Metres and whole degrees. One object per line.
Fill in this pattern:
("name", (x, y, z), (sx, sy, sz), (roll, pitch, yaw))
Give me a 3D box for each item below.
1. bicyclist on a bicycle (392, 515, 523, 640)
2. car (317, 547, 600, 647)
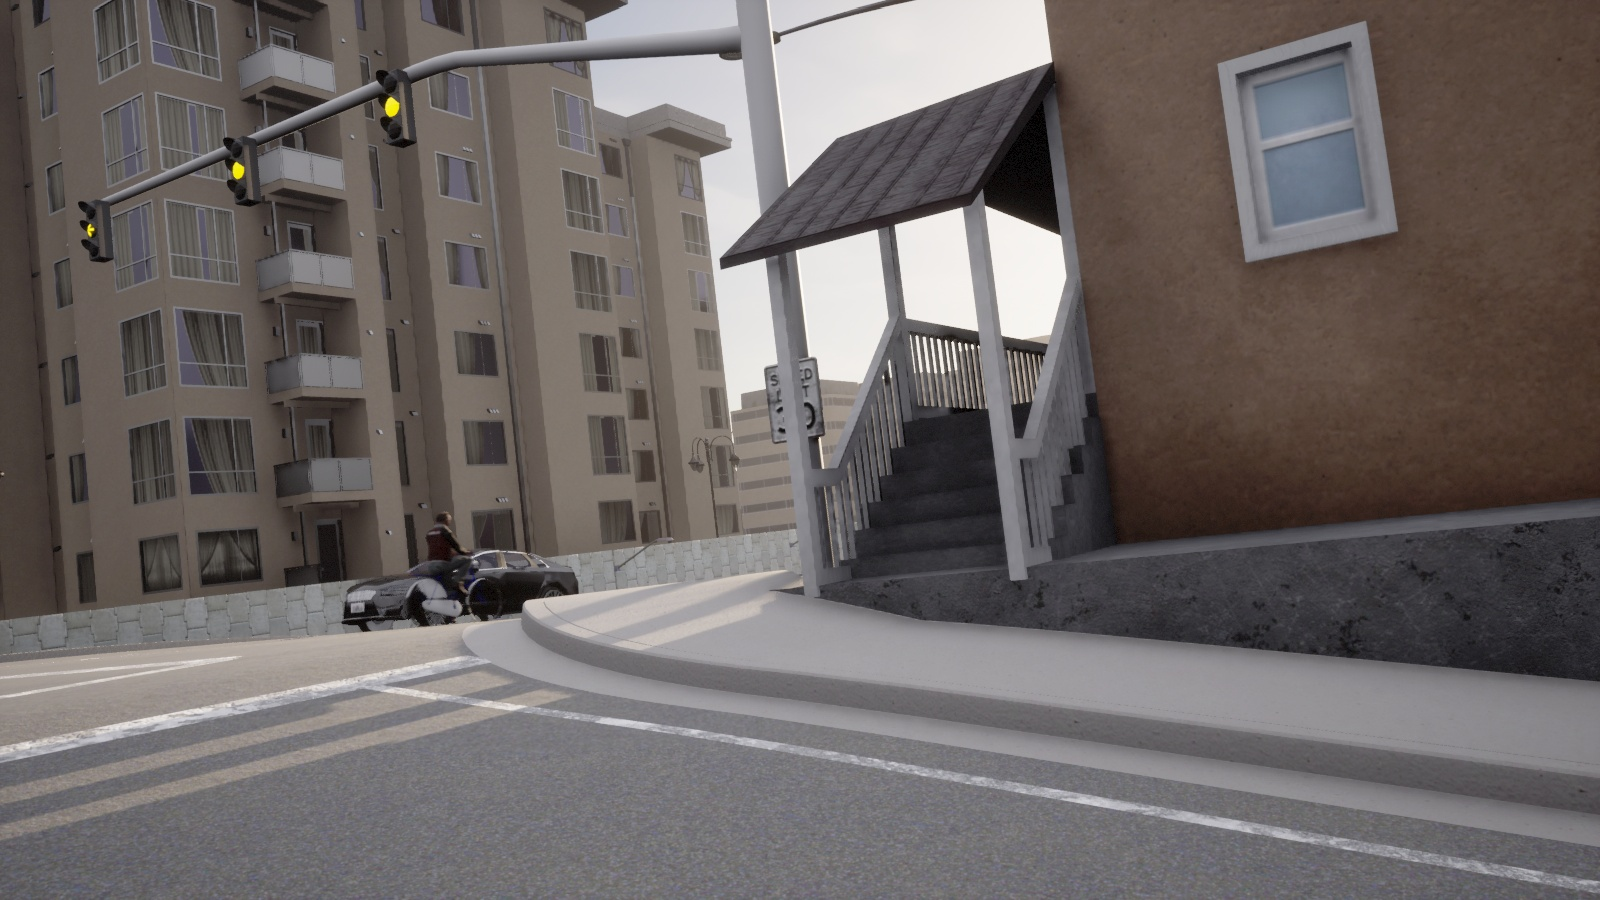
("bicyclist on a bicycle", (-5.213, 1.924, 19.181), (0.659, 1.776, 1.843), (-10, -9, 33))
("car", (-6.307, 2.718, 23.755), (2.128, 1.511, 4.902), (-10, -9, 33))
